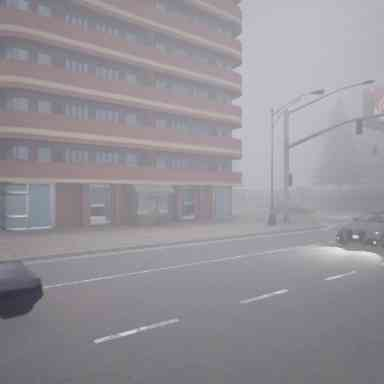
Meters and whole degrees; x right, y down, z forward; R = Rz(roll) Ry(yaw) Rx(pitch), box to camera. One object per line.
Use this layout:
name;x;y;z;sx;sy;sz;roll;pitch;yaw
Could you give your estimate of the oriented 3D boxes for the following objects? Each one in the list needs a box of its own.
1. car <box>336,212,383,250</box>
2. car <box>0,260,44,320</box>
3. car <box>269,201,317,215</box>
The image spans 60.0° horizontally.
car;7.963;1.564;14.074;4.181;1.385;1.994;0;0;-36
car;-4.855;1.601;4.806;4.718;1.301;1.895;0;0;-36
car;10.324;1.601;34.160;1.895;1.301;4.718;0;0;-36
